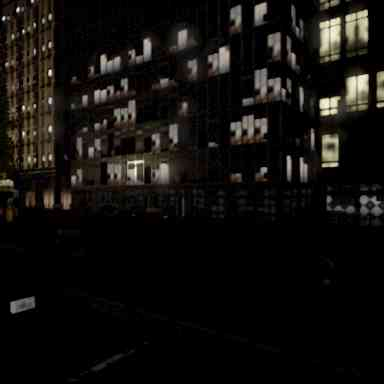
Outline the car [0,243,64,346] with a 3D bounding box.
[{"bbox_3d":[-3.969,1.554,5.696,4.313,1.339,1.947,0,0,35],"label":"car"}]
